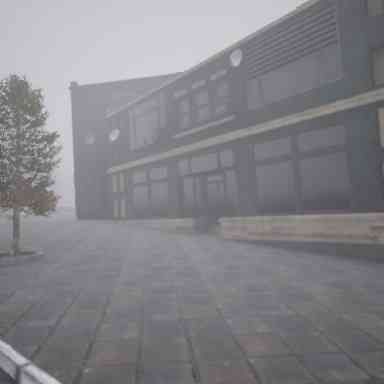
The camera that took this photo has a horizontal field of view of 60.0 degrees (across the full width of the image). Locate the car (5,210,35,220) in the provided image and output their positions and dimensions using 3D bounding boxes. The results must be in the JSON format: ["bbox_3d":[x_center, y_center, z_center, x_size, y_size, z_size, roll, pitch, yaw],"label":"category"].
[{"bbox_3d":[-19.107,1.999,38.136,2.150,2.045,5.566,-4,-1,1],"label":"car"}]

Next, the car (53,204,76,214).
[{"bbox_3d":[-20.277,2.600,52.284,2.097,1.535,5.008,-4,-1,16],"label":"car"}]
